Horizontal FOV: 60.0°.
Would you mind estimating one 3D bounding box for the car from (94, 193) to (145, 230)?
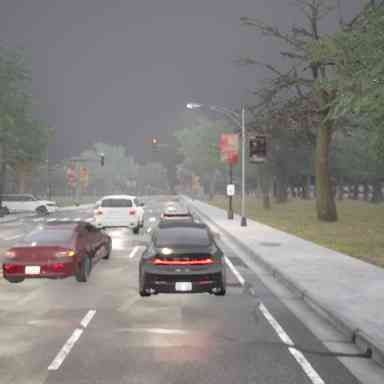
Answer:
[{"bbox_3d":[-4.020,1.232,19.260,2.150,2.045,5.566,0,0,-5],"label":"car"}]

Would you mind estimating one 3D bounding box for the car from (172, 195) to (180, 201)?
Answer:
[{"bbox_3d":[-4.201,1.499,86.439,2.128,1.511,4.902,0,0,-3],"label":"car"}]

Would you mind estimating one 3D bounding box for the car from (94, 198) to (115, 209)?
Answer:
[{"bbox_3d":[-12.066,1.559,46.006,1.812,1.442,4.674,0,0,-3],"label":"car"}]

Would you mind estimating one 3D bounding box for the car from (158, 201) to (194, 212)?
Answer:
[{"bbox_3d":[-0.873,1.501,18.930,2.128,1.511,4.902,0,0,-3],"label":"car"}]

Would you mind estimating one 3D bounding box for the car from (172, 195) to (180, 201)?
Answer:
[{"bbox_3d":[-3.688,1.615,76.037,2.033,1.411,5.357,0,0,-3],"label":"car"}]

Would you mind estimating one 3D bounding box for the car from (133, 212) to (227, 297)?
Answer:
[{"bbox_3d":[-0.266,1.509,8.615,1.837,1.490,4.892,0,0,-3],"label":"car"}]

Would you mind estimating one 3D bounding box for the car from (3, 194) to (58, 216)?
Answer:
[{"bbox_3d":[-15.844,1.235,31.694,5.566,2.045,2.150,0,0,-8],"label":"car"}]

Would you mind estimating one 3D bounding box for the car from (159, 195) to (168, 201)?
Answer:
[{"bbox_3d":[-7.447,1.499,86.280,2.128,1.511,4.902,0,0,-3],"label":"car"}]

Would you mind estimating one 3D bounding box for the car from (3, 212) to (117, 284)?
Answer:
[{"bbox_3d":[-3.569,1.530,9.516,1.812,1.442,4.674,0,0,-3],"label":"car"}]

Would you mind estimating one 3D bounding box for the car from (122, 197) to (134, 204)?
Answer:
[{"bbox_3d":[-13.065,1.663,68.227,1.895,1.301,4.718,0,0,-3],"label":"car"}]

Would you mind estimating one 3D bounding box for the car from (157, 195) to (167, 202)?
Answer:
[{"bbox_3d":[-6.934,1.553,75.877,1.882,1.535,5.008,0,0,-3],"label":"car"}]

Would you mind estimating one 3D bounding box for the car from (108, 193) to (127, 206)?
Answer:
[{"bbox_3d":[-12.563,1.268,56.421,2.150,2.045,5.566,0,0,-2],"label":"car"}]
